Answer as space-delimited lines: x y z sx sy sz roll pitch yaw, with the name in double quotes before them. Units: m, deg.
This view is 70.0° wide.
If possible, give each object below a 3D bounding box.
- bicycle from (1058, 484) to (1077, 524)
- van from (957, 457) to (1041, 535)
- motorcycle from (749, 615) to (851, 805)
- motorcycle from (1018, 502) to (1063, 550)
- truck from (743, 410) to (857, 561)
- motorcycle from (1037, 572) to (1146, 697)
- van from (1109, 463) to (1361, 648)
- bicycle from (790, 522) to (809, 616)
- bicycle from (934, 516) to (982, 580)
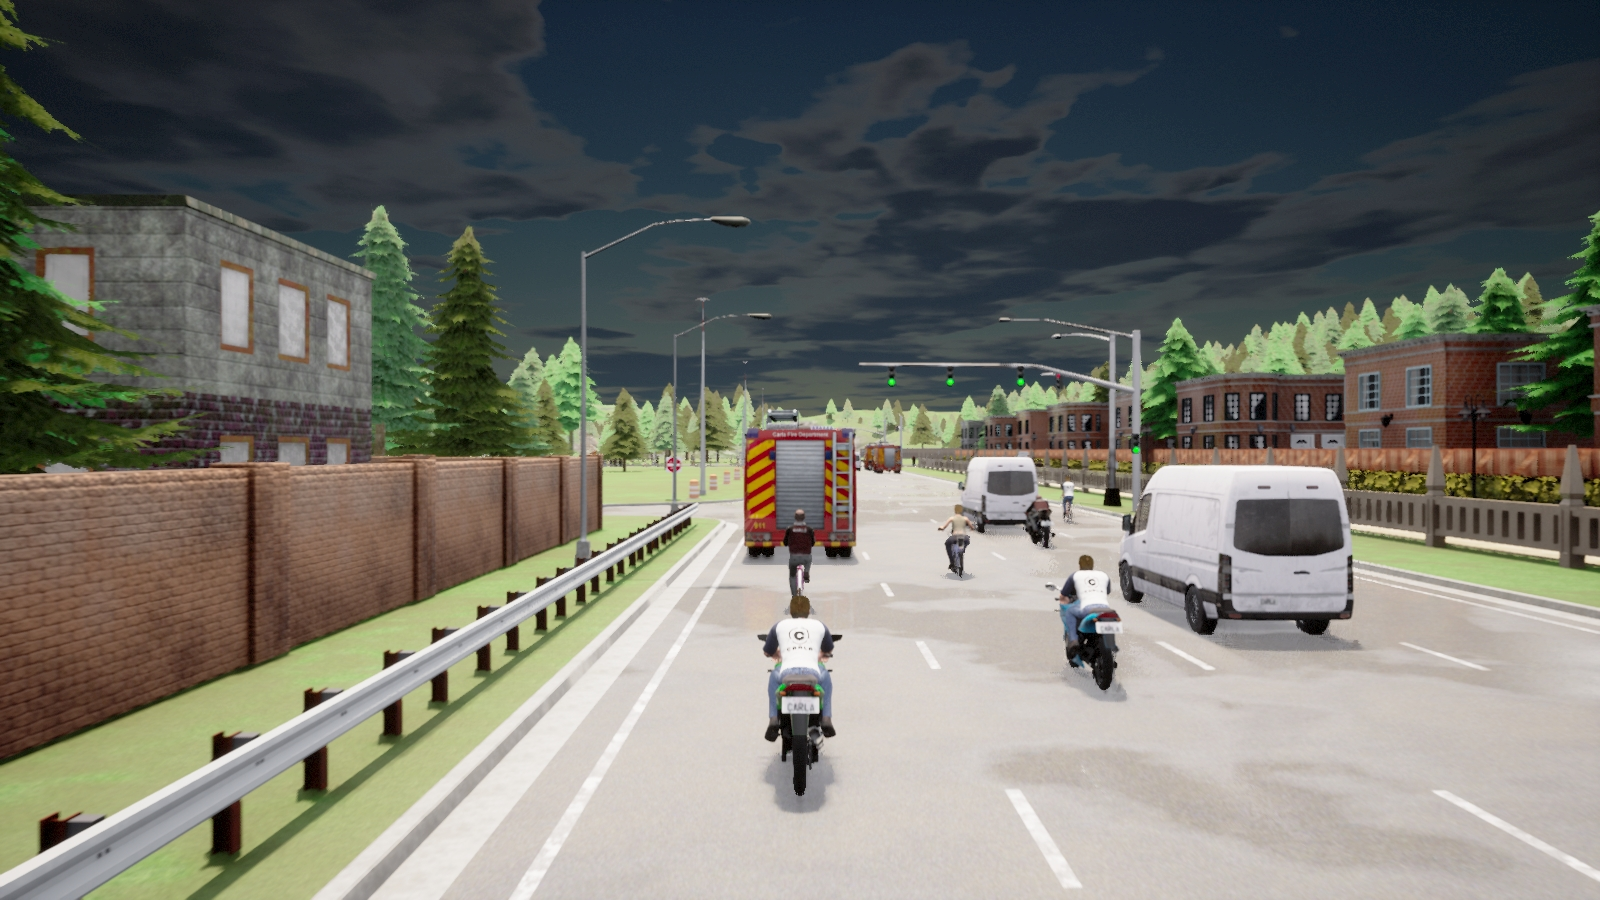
"bicycle" 10.277 2.054 43.947 0.373 1.496 1.643 0 -1 1
"van" 6.993 1.532 40.790 1.988 2.561 5.915 0 0 0
"motorcycle" -0.001 2.185 9.988 0.803 1.199 2.033 0 0 0
"motorcycle" 6.997 2.204 33.362 0.867 1.251 2.209 0 0 0
"truck" -0.008 0.889 33.143 2.891 3.827 8.468 0 0 0
"motorcycle" 3.498 2.185 13.902 0.803 1.199 2.033 0 0 0
"van" 6.994 1.534 19.228 1.988 2.561 5.915 0 0 0
"bicycle" -0.009 2.059 20.136 0.329 1.471 1.835 0 0 0
"bicycle" 3.498 2.157 25.385 0.859 1.277 1.487 0 0 0
